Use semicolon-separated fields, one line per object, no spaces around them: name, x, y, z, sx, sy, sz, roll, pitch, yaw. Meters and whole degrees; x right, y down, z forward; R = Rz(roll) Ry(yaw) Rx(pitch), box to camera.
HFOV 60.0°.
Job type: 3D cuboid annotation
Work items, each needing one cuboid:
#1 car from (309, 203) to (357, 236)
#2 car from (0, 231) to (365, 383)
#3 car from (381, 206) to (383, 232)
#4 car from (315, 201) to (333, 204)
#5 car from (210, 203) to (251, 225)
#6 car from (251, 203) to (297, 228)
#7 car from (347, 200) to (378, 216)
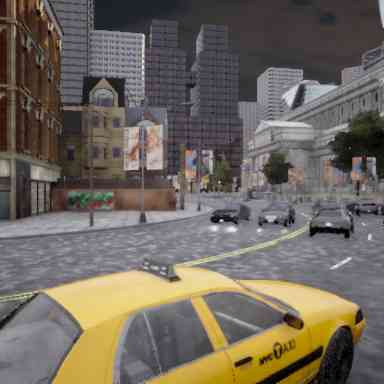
car;7.651;1.555;18.124;1.994;1.385;4.181;0;0;28
car;-0.106;1.453;3.400;5.366;1.575;1.801;0;0;-39
car;10.641;1.345;16.308;2.097;1.767;4.553;0;0;28
car;12.642;1.530;31.785;2.033;1.411;5.357;0;0;11
car;3.042;1.530;24.616;2.033;1.411;5.357;0;0;24
car;5.843;1.478;22.432;2.128;1.511;4.902;0;0;26
car;16.210;1.477;31.987;2.128;1.511;4.902;0;0;10
